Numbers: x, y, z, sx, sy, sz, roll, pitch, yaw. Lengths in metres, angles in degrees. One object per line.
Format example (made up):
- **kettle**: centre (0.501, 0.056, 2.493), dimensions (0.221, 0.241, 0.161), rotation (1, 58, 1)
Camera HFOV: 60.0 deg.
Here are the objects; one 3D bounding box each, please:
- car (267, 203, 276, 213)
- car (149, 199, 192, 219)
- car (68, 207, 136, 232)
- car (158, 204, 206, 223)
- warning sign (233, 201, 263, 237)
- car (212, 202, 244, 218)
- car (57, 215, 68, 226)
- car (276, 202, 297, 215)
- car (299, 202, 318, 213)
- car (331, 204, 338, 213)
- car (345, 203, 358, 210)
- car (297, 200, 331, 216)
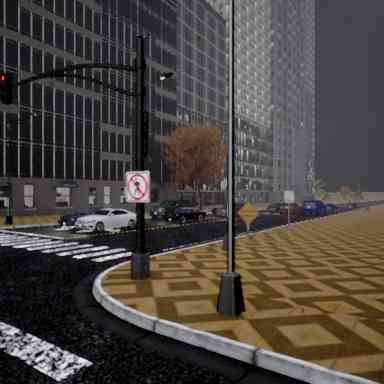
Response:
- **car**: centre (13.043, 2.412, 51.161), dimensions (1.837, 1.490, 4.892), rotation (0, -1, 33)
- **car**: centre (-1.964, 1.720, 34.071), dimensions (2.150, 2.045, 5.566), rotation (0, -1, 33)
- **car**: centre (-5.619, 1.820, 22.462), dimensions (1.812, 1.442, 4.674), rotation (0, -1, 33)
- **car**: centre (-0.664, 2.058, 30.099), dimensions (1.895, 1.301, 4.718), rotation (0, -1, 33)
- **warning sign**: centre (3.145, 1.451, 18.548), dimensions (1.300, 1.860, 1.060), rotation (1, 1, 33)
- **car**: centre (4.654, 1.984, 38.315), dimensions (2.097, 1.767, 4.553), rotation (0, -1, 33)
- **car**: centre (-7.495, 1.864, 25.514), dimensions (2.033, 1.411, 5.357), rotation (0, -1, 33)
- **car**: centre (13.877, 2.198, 46.341), dimensions (2.097, 1.767, 4.553), rotation (0, -1, 33)
- **car**: centre (19.223, 2.499, 54.707), dimensions (1.882, 1.535, 5.008), rotation (0, -1, 33)
- **car**: centre (21.953, 2.552, 52.942), dimensions (1.812, 1.442, 4.674), rotation (0, -1, 33)
- **car**: centre (31.545, 2.831, 65.694), dimensions (1.812, 1.442, 4.674), rotation (0, -1, 33)
- **car**: centre (16.198, 2.060, 43.973), dimensions (2.150, 2.045, 5.566), rotation (0, -1, 35)
